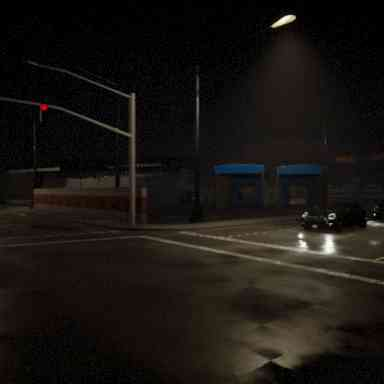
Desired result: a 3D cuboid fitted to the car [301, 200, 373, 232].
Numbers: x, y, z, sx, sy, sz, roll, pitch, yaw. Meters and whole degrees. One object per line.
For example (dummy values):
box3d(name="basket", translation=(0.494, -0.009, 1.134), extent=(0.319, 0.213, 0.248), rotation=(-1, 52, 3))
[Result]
box3d(name="car", translation=(8.419, 1.292, 19.592), extent=(4.553, 1.767, 2.097), rotation=(0, 0, -40))

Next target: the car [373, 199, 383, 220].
box3d(name="car", translation=(15.781, 1.256, 26.085), extent=(2.097, 1.767, 4.553), rotation=(0, 0, 43))
